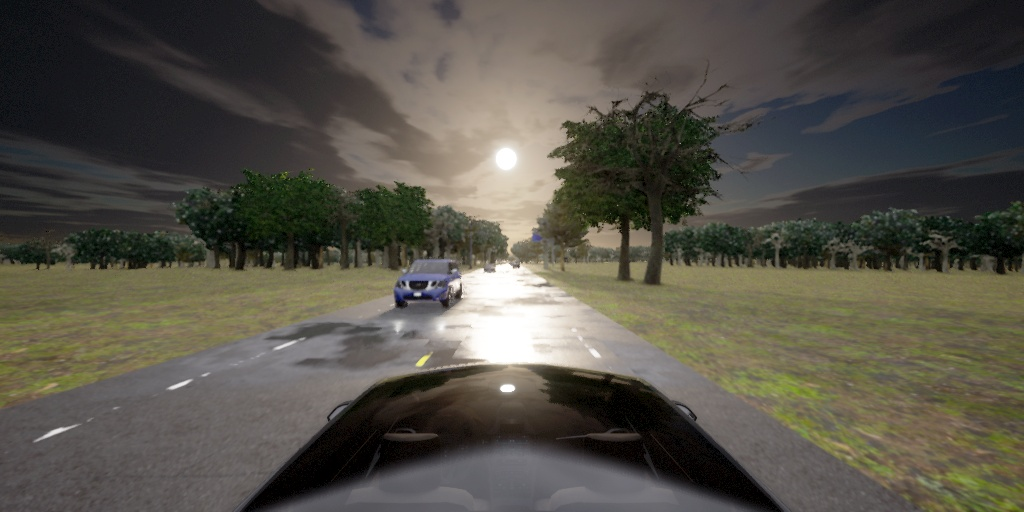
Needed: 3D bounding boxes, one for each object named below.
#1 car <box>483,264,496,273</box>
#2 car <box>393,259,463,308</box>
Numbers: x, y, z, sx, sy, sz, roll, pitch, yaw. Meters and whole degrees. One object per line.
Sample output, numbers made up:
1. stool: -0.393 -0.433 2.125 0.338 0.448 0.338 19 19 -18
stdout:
1. car: -3.537 1.994 58.048 2.033 1.411 5.357 0 -1 1
2. car: -3.593 1.134 16.419 2.150 2.045 5.566 0 -1 0
